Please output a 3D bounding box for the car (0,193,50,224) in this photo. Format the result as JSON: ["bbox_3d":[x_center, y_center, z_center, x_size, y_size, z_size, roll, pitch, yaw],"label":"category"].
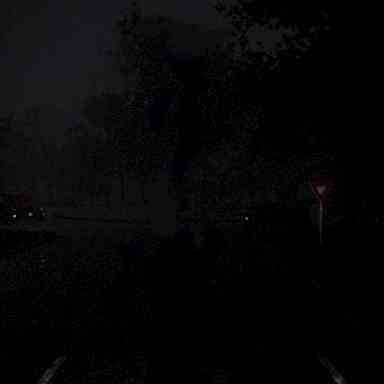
[{"bbox_3d":[-12.592,1.100,23.866,5.566,2.045,2.150,0,1,45],"label":"car"}]

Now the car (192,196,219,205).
[{"bbox_3d":[2.149,1.309,51.290,4.181,1.385,1.994,0,0,13],"label":"car"}]

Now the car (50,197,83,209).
[{"bbox_3d":[-16.320,1.334,42.209,2.033,1.411,5.357,0,0,24],"label":"car"}]

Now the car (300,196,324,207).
[{"bbox_3d":[13.879,1.271,40.497,1.882,1.535,5.008,1,0,-15],"label":"car"}]

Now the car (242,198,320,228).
[{"bbox_3d":[5.446,1.383,21.223,4.902,1.511,2.128,0,0,-29],"label":"car"}]
